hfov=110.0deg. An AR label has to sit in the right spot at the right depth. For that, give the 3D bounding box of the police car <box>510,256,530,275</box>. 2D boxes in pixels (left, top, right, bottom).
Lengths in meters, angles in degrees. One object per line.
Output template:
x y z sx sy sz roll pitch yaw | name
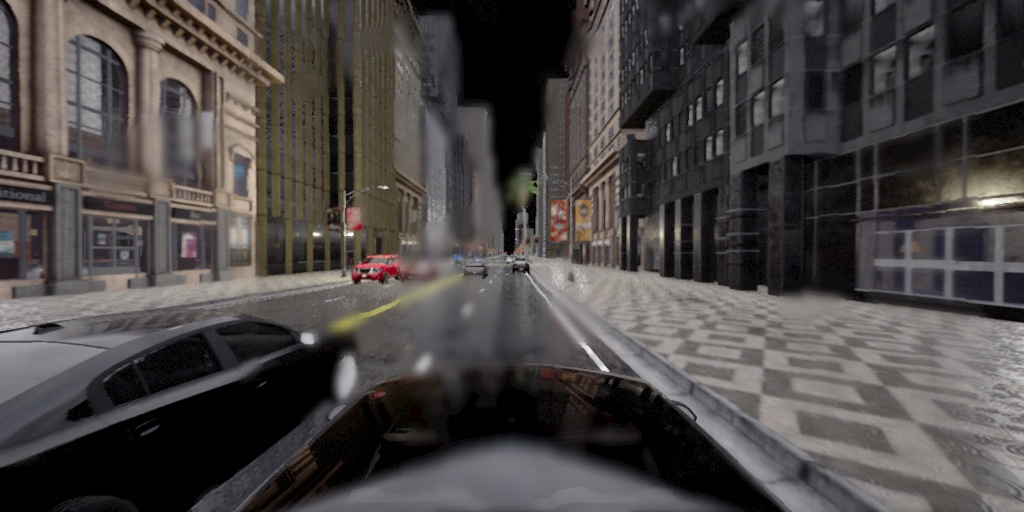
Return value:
0.972 1.138 39.455 1.930 1.638 5.238 0 0 0 | police car

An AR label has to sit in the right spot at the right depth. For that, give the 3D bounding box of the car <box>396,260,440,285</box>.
-6.598 1.208 26.329 1.882 1.535 5.008 0 0 0 | car

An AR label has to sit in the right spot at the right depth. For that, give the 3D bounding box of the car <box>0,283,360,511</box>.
-3.151 1.227 3.260 1.882 1.535 5.008 0 0 0 | car

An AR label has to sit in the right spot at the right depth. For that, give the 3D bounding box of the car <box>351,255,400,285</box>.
-9.849 0.952 26.669 2.150 2.045 5.566 0 0 0 | car

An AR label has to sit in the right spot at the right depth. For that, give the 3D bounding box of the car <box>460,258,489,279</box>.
-3.154 1.214 32.699 2.128 1.511 4.902 0 0 0 | car

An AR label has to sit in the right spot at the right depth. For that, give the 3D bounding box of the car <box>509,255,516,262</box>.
0.971 1.048 49.315 2.097 1.767 4.553 0 0 0 | car
